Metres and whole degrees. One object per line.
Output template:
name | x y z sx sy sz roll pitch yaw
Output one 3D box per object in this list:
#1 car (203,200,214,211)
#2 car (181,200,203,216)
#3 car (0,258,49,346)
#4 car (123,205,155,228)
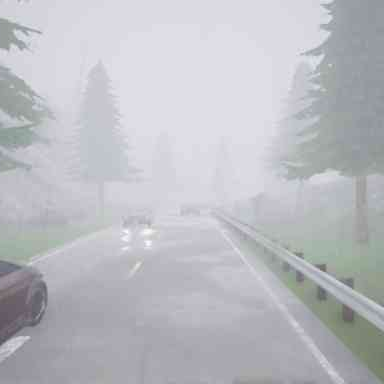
car | 1.550 1.755 44.612 1.812 1.442 4.674 0 0 23
car | -0.134 1.777 34.244 1.895 1.301 4.718 0 0 1
car | -3.591 1.587 4.330 1.994 1.385 4.181 0 0 0
car | -3.663 1.648 23.683 1.812 1.442 4.674 0 0 -1
